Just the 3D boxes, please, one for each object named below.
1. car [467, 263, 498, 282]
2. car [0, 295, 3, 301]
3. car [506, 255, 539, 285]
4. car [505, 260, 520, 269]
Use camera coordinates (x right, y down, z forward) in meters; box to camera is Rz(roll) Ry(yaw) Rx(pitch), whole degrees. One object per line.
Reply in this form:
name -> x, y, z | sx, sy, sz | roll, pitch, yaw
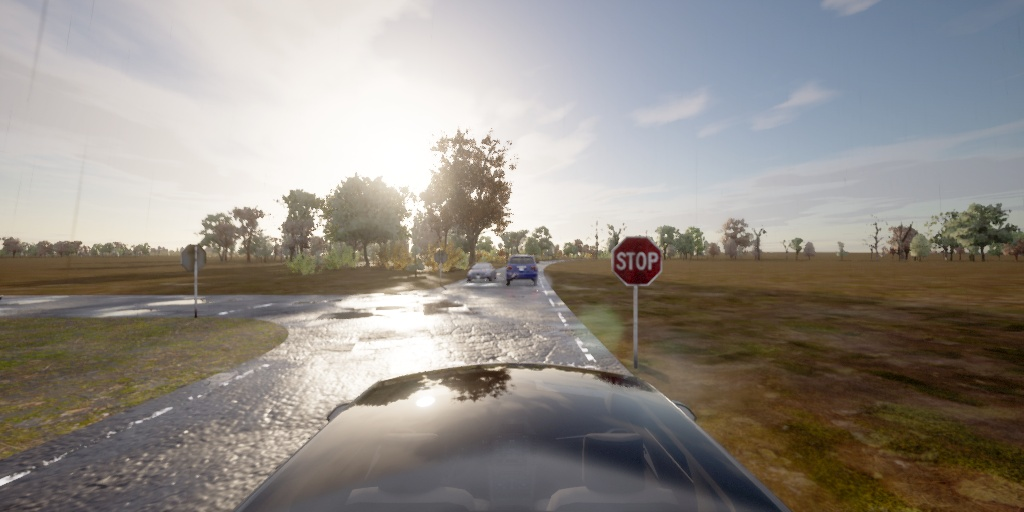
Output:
car -> -2.320, 1.269, 28.580 | 1.812, 1.442, 4.674 | 0, 0, 4
car -> -22.889, 1.304, 13.462 | 5.357, 1.411, 2.033 | 0, 0, 0
car -> 0.767, 0.964, 26.204 | 2.150, 2.045, 5.566 | 0, 0, 3
car -> 0.179, 1.332, 57.354 | 1.895, 1.301, 4.718 | 0, 0, 7
